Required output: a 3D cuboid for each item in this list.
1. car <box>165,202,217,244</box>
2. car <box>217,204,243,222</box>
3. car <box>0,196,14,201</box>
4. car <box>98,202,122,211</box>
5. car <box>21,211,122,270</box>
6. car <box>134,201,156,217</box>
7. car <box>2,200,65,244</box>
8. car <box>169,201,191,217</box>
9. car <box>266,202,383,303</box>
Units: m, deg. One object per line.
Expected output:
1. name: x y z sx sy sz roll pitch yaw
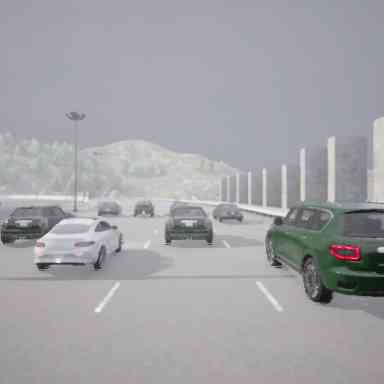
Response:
1. car: -0.176 1.415 16.216 2.097 1.767 4.553 0 0 -1
2. car: 2.830 1.653 27.234 2.033 1.411 5.357 0 0 -4
3. car: -28.984 1.383 51.425 1.812 1.442 4.674 0 0 -13
4. car: -8.351 1.698 34.086 1.994 1.385 4.181 0 0 -6
5. car: -3.577 1.570 11.089 1.812 1.442 4.674 0 0 -1
6. car: -4.770 1.636 33.474 1.837 1.490 4.892 0 0 -6
7. car: -7.178 1.416 16.241 2.097 1.767 4.553 0 0 -1
8. car: -1.315 1.696 34.068 1.994 1.385 4.181 0 0 -6
9. car: 3.492 1.254 8.425 2.150 2.045 5.566 0 0 -1
